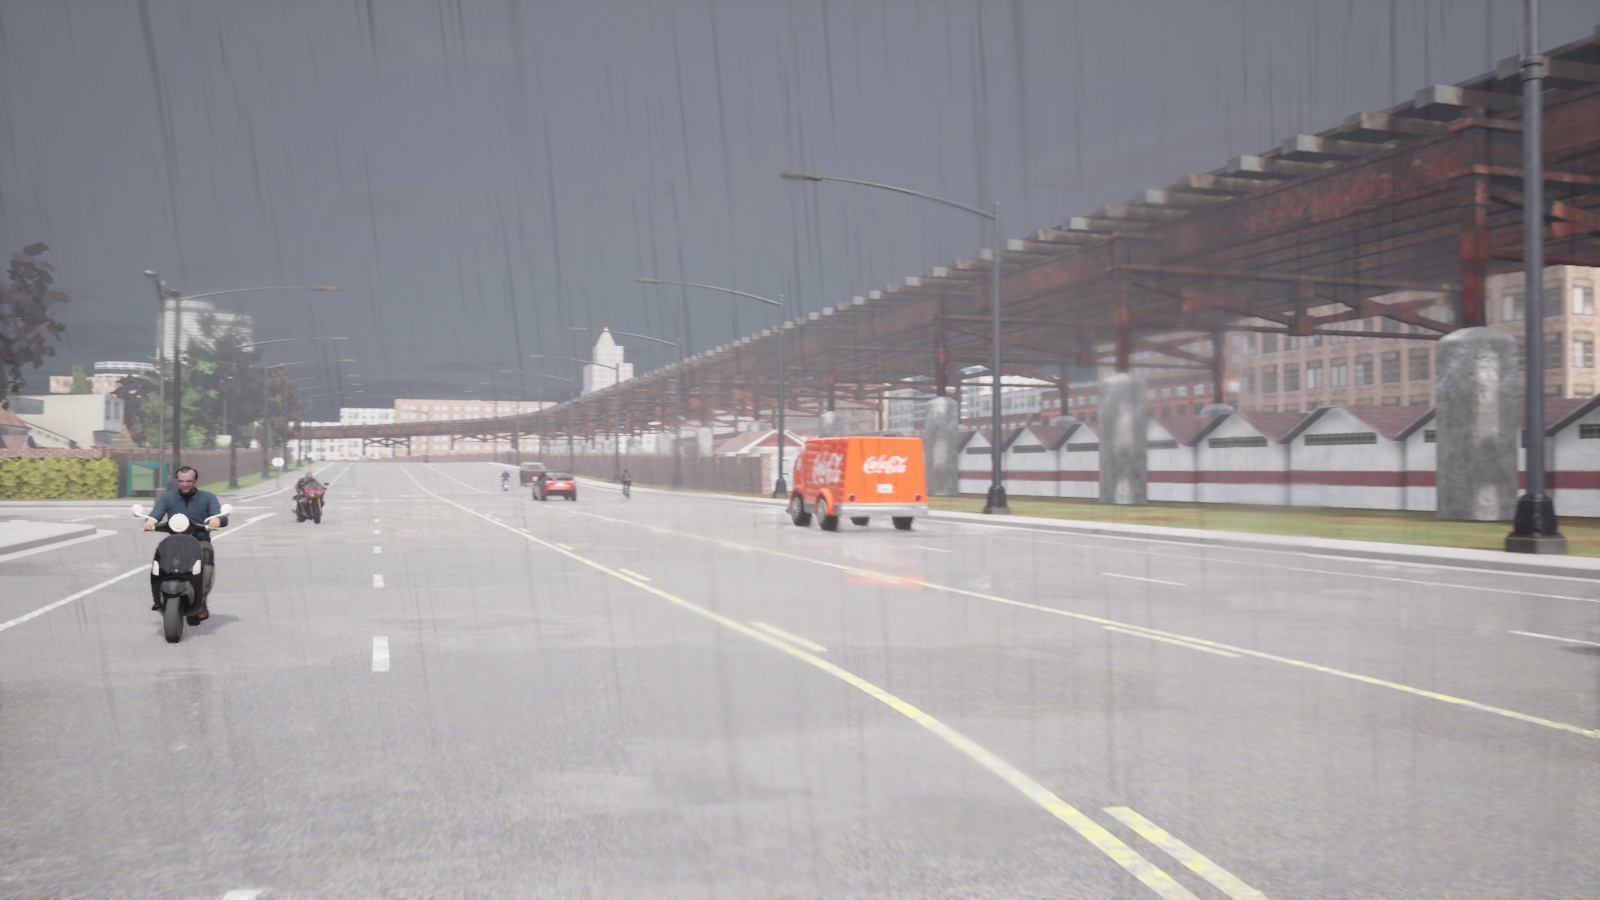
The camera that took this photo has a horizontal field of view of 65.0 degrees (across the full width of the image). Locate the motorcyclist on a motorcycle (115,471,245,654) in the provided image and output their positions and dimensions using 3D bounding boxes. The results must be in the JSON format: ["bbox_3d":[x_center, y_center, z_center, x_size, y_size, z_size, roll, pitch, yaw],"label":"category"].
[{"bbox_3d":[-5.840,0.999,11.936,0.866,1.590,1.817,0,-1,-19],"label":"motorcyclist on a motorcycle"}]

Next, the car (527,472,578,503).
[{"bbox_3d":[-12.865,1.921,65.092,2.007,1.525,4.514,0,-1,-19],"label":"car"}]

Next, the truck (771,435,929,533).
[{"bbox_3d":[1.249,0.900,34.532,2.627,2.467,5.204,0,-1,-19],"label":"truck"}]

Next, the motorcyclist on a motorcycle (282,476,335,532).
[{"bbox_3d":[-14.241,1.535,36.357,0.866,1.530,2.191,-2,0,-36],"label":"motorcyclist on a motorcycle"}]
